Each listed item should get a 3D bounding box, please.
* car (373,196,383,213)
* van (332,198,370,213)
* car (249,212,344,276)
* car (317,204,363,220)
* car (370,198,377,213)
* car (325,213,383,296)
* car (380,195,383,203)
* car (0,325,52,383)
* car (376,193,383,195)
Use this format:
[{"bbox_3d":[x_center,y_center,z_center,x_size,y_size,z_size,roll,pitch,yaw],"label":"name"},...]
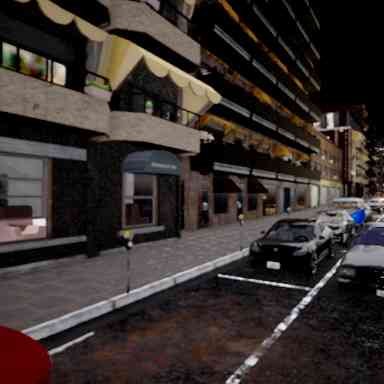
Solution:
[{"bbox_3d":[18.349,1.410,33.931,2.008,1.369,4.403,1,1,33],"label":"car"},{"bbox_3d":[9.324,1.264,19.870,1.690,1.788,3.998,1,1,33],"label":"van"},{"bbox_3d":[3.303,1.530,10.499,1.947,1.339,4.313,1,1,33],"label":"car"},{"bbox_3d":[6.312,1.494,15.185,2.008,1.369,4.403,1,1,33],"label":"car"},{"bbox_3d":[12.240,1.427,24.415,1.752,1.417,4.829,1,1,33],"label":"car"},{"bbox_3d":[5.077,1.510,8.485,2.033,1.411,5.357,0,0,33],"label":"car"},{"bbox_3d":[36.405,1.283,62.052,1.887,1.381,4.507,1,1,33],"label":"car"},{"bbox_3d":[-2.716,1.552,1.125,1.887,1.381,4.507,1,1,33],"label":"car"},{"bbox_3d":[27.380,1.113,47.989,2.192,1.841,5.009,1,1,33],"label":"car"}]
